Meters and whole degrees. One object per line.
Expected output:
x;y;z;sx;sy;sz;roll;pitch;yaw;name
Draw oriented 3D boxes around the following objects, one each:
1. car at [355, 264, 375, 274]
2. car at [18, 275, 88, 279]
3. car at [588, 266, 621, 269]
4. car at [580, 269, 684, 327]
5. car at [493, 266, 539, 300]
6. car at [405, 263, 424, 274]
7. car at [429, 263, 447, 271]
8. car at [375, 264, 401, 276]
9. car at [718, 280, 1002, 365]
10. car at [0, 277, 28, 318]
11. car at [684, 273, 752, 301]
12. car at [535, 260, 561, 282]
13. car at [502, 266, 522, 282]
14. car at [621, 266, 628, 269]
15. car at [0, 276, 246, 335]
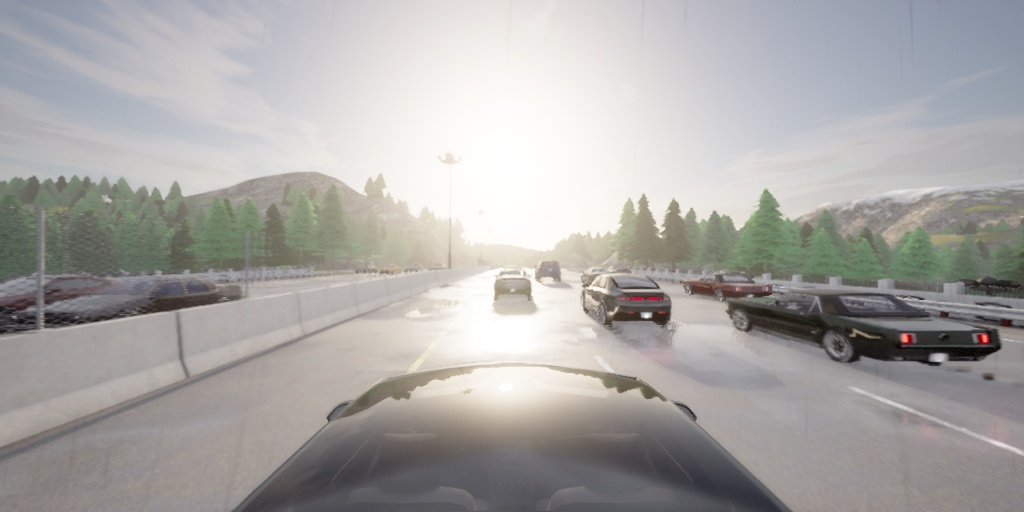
-21.193;1.845;52.317;1.994;1.385;4.181;0;-1;0;car
-14.126;1.311;10.863;1.812;1.442;4.674;0;0;0;car
6.991;1.663;29.659;2.033;1.411;5.357;0;-1;0;car
3.558;1.339;11.918;1.837;1.490;4.892;0;-1;0;car
0.031;1.402;18.859;2.128;1.511;4.902;0;-1;0;car
-14.193;1.808;52.344;1.837;1.490;4.892;0;-1;0;car
-10.693;1.760;52.390;2.097;1.767;4.553;0;-1;0;car
-17.693;1.979;52.331;1.882;1.535;5.008;0;-1;0;car
7.071;1.411;8.164;1.895;1.301;4.718;0;0;0;car
-17.637;1.371;10.011;1.895;1.301;4.718;0;0;0;car
10.534;1.523;18.039;1.895;1.301;4.718;0;-1;0;car
3.471;1.448;35.135;2.150;2.045;5.566;0;-1;0;car
-0.032;1.743;35.958;1.837;1.490;4.892;0;-1;0;car
10.468;1.750;35.858;2.128;1.511;4.902;0;-1;0;car
-10.639;1.339;10.697;2.033;1.411;5.357;0;0;0;car
